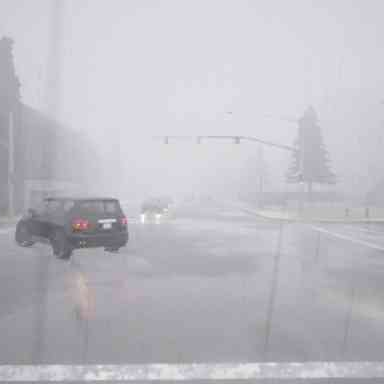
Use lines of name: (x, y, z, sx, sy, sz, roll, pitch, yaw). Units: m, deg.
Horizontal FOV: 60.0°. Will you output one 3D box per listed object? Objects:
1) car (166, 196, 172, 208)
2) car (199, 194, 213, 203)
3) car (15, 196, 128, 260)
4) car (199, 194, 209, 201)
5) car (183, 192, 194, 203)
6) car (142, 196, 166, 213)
car: (-4.140, 1.306, 44.199, 1.882, 1.535, 5.008, 0, 0, 0)
car: (2.765, 1.101, 63.219, 2.097, 1.767, 4.553, 0, 0, 0)
car: (-4.647, 1.174, 12.547, 5.566, 2.045, 2.150, 0, -1, 44)
car: (2.682, 1.263, 73.129, 1.994, 1.385, 4.181, 0, 0, 0)
car: (-0.733, 1.257, 63.035, 1.837, 1.490, 4.892, 0, 0, 0)
car: (-4.087, 1.391, 34.807, 1.812, 1.442, 4.674, 0, 0, -1)
